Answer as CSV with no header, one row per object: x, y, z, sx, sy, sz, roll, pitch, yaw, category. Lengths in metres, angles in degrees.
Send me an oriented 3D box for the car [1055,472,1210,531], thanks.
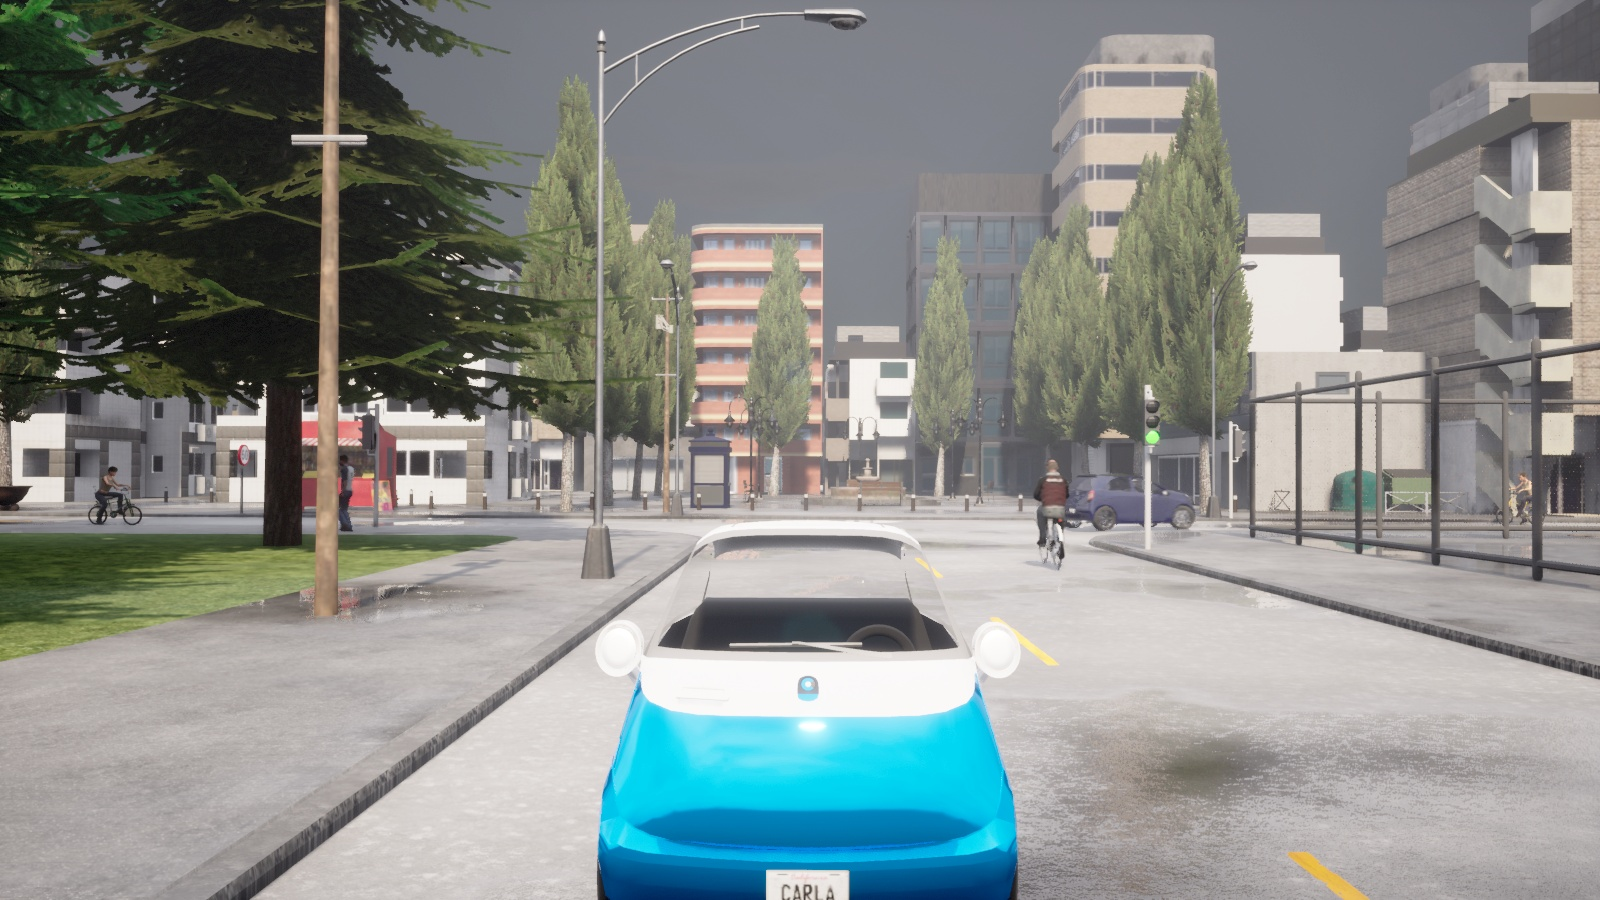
8.984,1.361,33.945,3.633,1.501,1.845,0,-1,-21,car

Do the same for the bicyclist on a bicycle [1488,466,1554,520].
21.948,1.304,38.248,1.509,1.612,0.866,0,-1,0,bicyclist on a bicycle

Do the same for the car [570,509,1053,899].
0.037,0.953,4.965,1.481,1.376,2.207,0,-1,0,car

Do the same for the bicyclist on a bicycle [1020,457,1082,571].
4.099,1.014,20.630,0.659,1.776,1.843,0,-1,0,bicyclist on a bicycle

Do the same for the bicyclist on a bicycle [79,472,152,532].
-18.738,1.402,34.391,1.509,1.612,0.866,0,-1,1,bicyclist on a bicycle

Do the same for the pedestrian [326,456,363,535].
-10.568,1.055,29.148,0.706,1.836,0.354,0,-1,2,pedestrian
